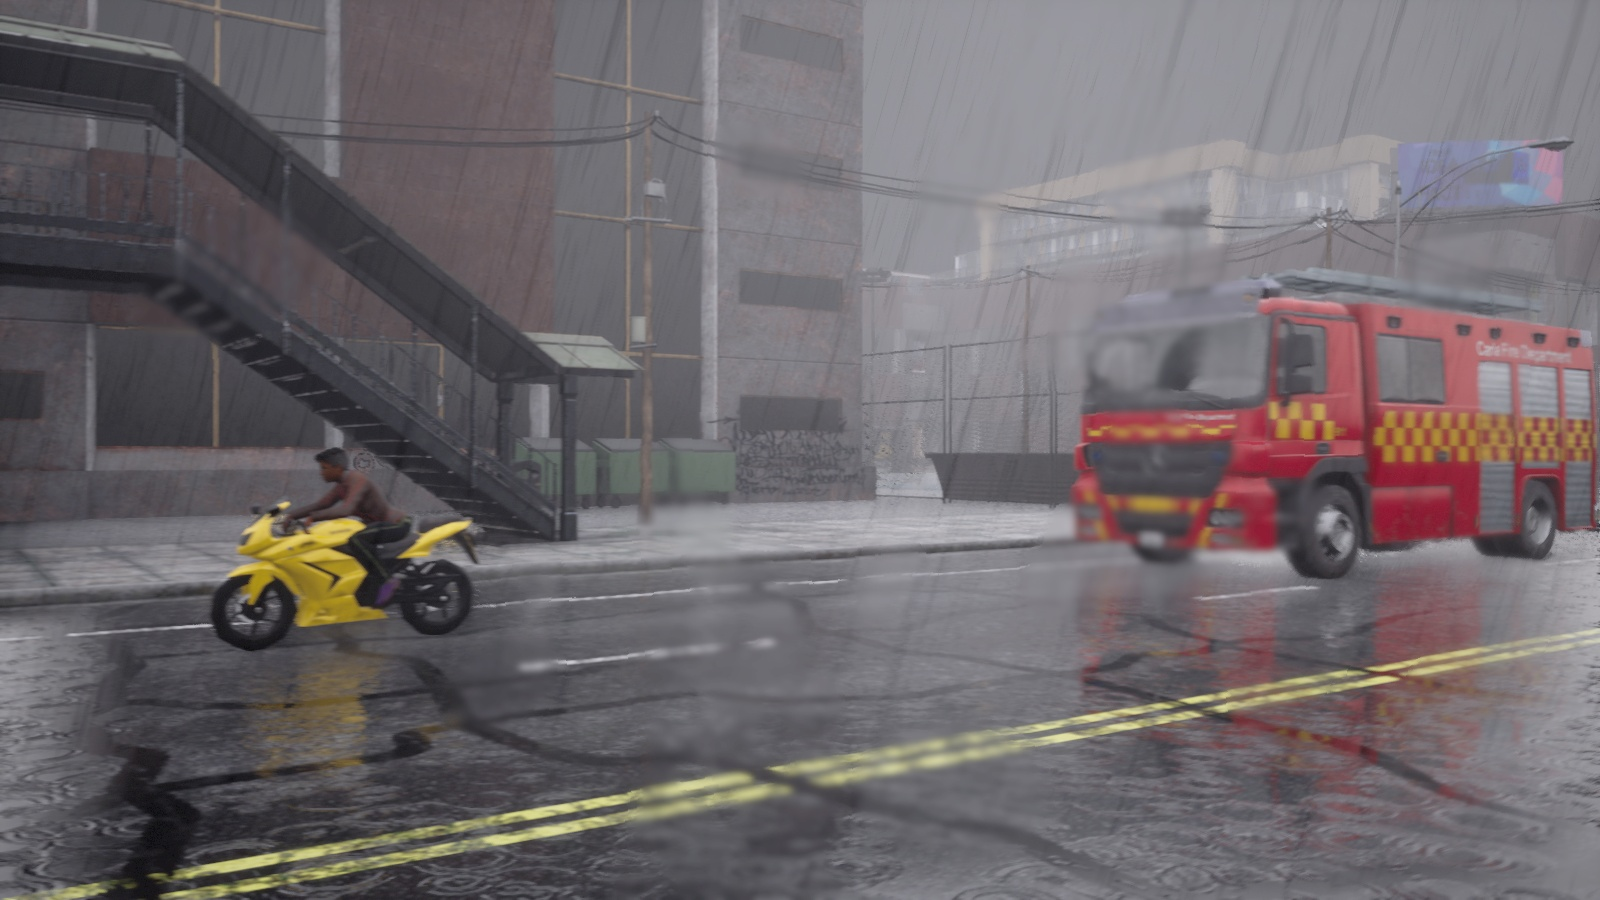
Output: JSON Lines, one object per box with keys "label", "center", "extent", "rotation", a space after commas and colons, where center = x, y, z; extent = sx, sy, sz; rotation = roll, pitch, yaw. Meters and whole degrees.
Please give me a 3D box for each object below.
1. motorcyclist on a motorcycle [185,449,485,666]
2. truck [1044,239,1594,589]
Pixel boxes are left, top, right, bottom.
{"label": "motorcyclist on a motorcycle", "center": [-3.574, 0.759, 9.732], "extent": [2.044, 1.523, 0.797], "rotation": [0, 0, -35]}
{"label": "truck", "center": [7.444, -0.389, 17.353], "extent": [8.468, 3.827, 2.891], "rotation": [0, 0, -35]}
